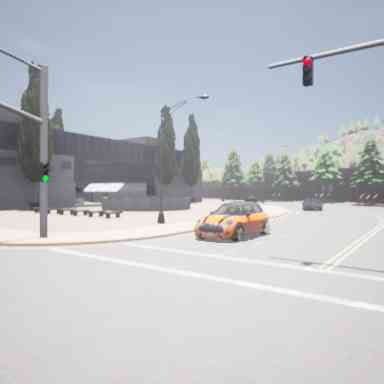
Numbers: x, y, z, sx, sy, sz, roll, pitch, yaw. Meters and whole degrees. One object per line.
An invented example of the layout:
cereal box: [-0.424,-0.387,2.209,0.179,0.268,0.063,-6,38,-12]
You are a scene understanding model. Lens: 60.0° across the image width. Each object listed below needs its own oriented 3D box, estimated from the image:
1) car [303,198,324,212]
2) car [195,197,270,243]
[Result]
car: [13.798,1.506,38.016,1.837,1.490,4.892,2,1,13]
car: [2.063,1.314,16.242,2.097,1.767,4.553,0,0,35]
